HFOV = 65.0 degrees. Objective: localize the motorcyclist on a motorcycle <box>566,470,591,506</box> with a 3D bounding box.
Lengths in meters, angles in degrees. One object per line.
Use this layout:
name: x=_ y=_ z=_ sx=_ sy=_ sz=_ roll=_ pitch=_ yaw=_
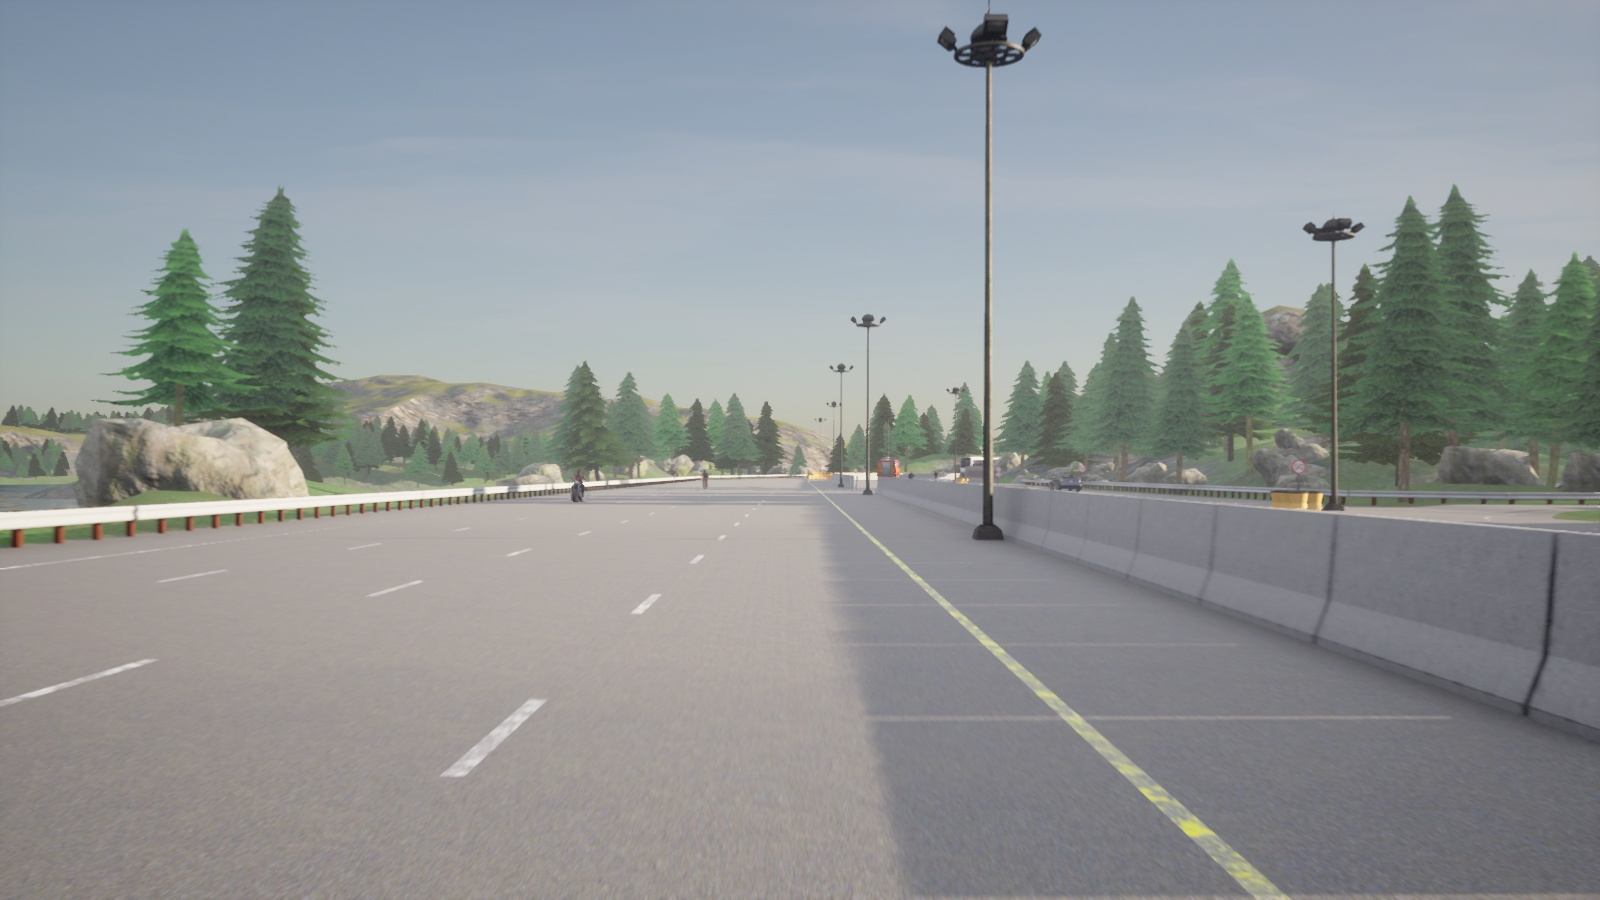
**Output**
motorcyclist on a motorcycle: x=-10.621 y=1.812 z=60.278 sx=0.766 sy=1.649 sz=2.350 roll=0 pitch=-1 yaw=0
